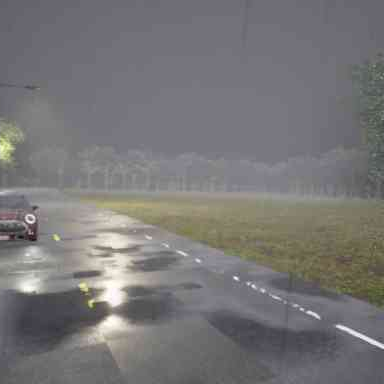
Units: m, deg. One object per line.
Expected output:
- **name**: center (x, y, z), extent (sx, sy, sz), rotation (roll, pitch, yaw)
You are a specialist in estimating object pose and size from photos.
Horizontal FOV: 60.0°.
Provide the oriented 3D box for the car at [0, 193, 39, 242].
- **car**: center (-7.218, 0.870, 13.004), extent (2.097, 1.767, 4.553), rotation (1, 1, -27)
